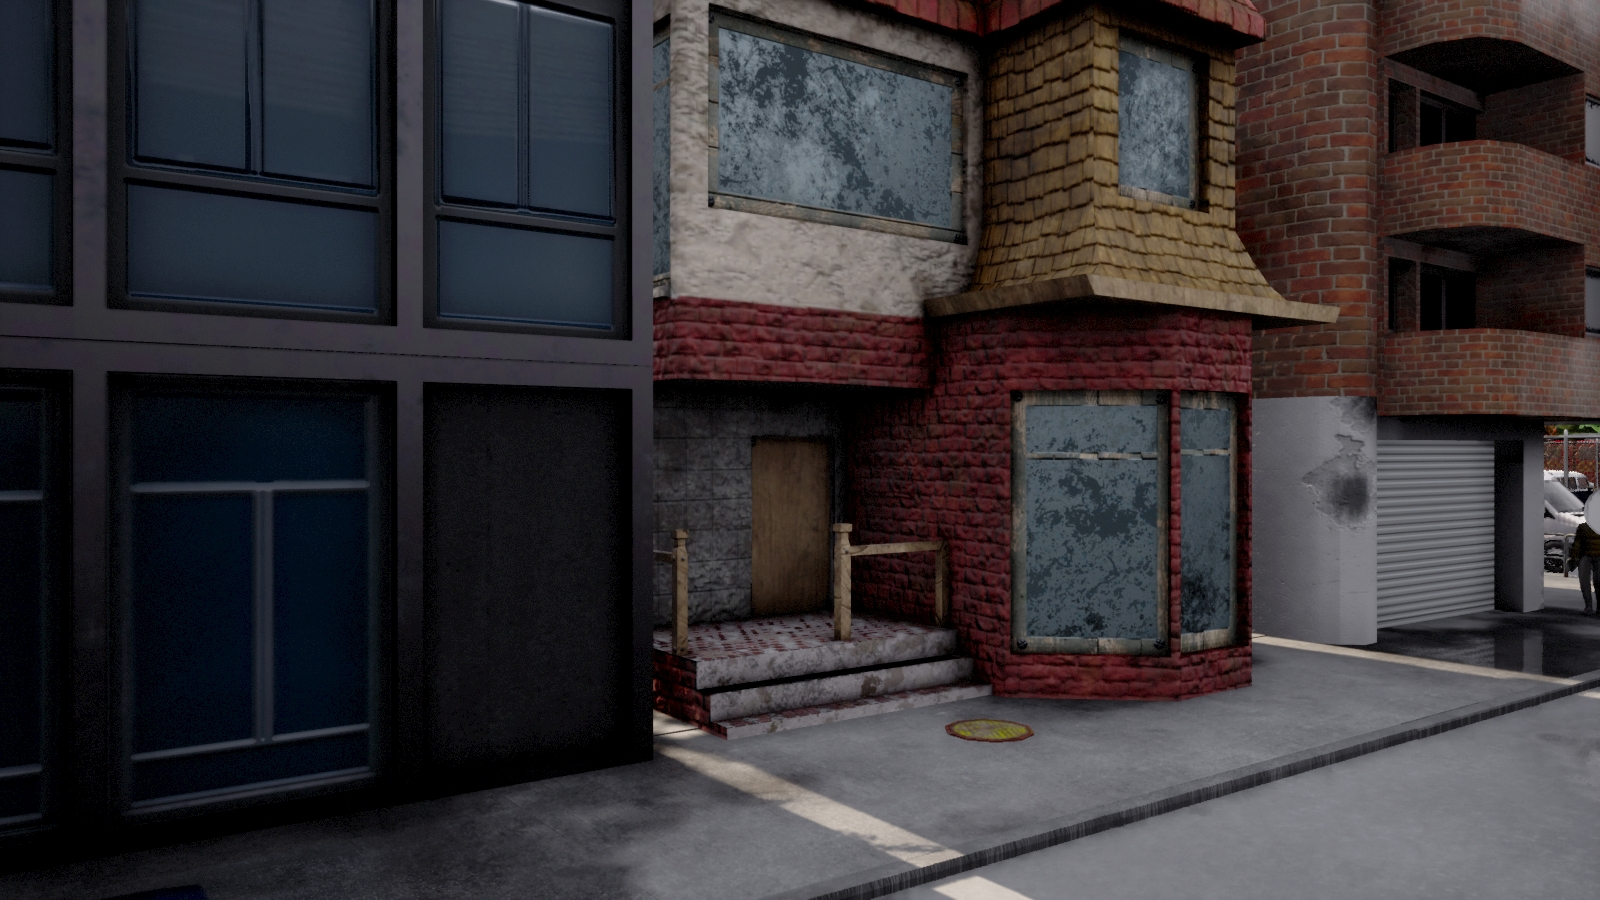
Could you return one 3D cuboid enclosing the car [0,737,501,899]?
[{"bbox_3d":[-2.726,1.817,2.427,3.633,1.501,1.845,0,0,-35],"label":"car"}]

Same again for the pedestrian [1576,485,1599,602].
[{"bbox_3d":[12.902,1.507,18.562,0.375,1.860,0.375,0,0,-37],"label":"pedestrian"}]
